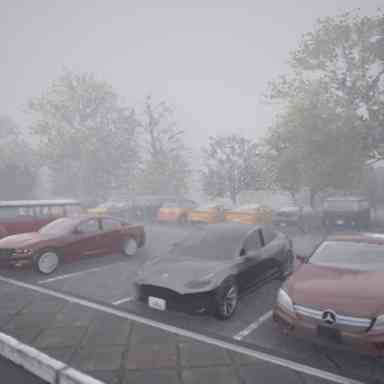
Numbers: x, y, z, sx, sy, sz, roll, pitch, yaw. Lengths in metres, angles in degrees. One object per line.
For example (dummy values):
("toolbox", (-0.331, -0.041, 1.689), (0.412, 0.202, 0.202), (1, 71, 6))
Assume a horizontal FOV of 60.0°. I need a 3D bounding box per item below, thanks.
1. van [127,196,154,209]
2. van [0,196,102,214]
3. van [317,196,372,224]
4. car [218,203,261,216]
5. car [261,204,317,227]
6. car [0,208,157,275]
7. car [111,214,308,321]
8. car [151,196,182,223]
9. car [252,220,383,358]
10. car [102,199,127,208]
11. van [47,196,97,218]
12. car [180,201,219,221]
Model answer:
("van", (-2.657, 1.319, 26.371), (1.878, 1.987, 4.442), (0, 0, 36))
("van", (-5.909, 1.292, 12.620), (1.878, 1.987, 4.442), (0, 0, 36))
("van", (8.614, 1.250, 18.321), (1.878, 1.987, 4.442), (0, 0, 36))
("car", (4.036, 1.504, 21.441), (2.097, 1.535, 5.008), (0, 0, 36))
("car", (6.289, 1.491, 19.830), (2.231, 1.521, 4.892), (0, 0, 36))
("car", (-3.713, 1.504, 10.915), (2.097, 1.535, 5.008), (0, 0, 36))
("car", (0.783, 1.506, 7.659), (2.163, 1.488, 4.792), (0, 0, 36))
("car", (-0.489, 1.406, 24.641), (2.185, 1.767, 4.553), (0, 0, 36))
("car", (3.063, 1.503, 6.071), (2.002, 1.452, 4.674), (0, 0, 36))
("car", (-4.983, 1.560, 27.881), (2.231, 1.521, 4.892), (0, 0, 36))
("van", (-11.770, 1.400, 32.881), (1.878, 1.987, 4.442), (-1, 0, 36))
("car", (1.679, 1.518, 23.124), (2.097, 1.535, 5.008), (0, 0, 36))
